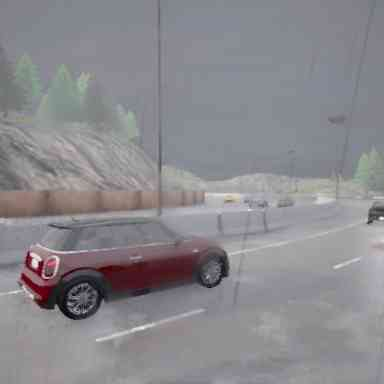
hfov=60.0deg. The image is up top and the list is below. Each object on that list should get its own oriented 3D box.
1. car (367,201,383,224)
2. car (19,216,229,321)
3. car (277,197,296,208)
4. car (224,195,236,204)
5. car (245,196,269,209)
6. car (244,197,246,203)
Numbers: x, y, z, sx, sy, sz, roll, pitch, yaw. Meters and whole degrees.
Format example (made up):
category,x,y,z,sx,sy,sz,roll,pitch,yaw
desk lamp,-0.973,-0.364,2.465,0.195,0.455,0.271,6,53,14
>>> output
category,x,y,z,sx,sy,sz,roll,pitch,yaw
car,13.450,1.402,23.018,1.837,1.490,4.892,0,0,36
car,-1.282,1.343,7.564,4.553,1.767,2.097,-1,0,-38
car,11.852,1.370,41.415,1.837,1.490,4.892,0,0,23
car,6.926,1.321,60.776,1.882,1.535,5.008,0,0,9
car,8.640,1.400,42.754,1.812,1.442,4.674,0,0,23
car,10.535,1.428,61.004,1.895,1.301,4.718,0,0,8
